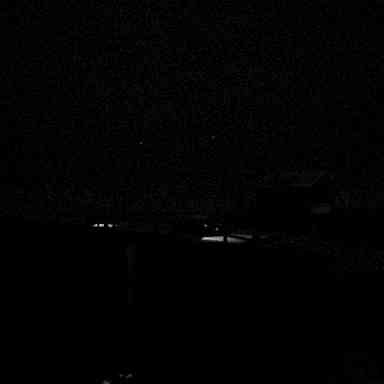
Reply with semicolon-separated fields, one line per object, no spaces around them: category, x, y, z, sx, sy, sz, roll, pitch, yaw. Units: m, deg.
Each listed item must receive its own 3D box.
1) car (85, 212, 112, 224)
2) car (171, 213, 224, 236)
car;-11.050;3.051;39.174;1.994;1.385;4.181;0;-2;-35
car;0.248;2.223;23.387;1.812;1.442;4.674;0;-2;-36
